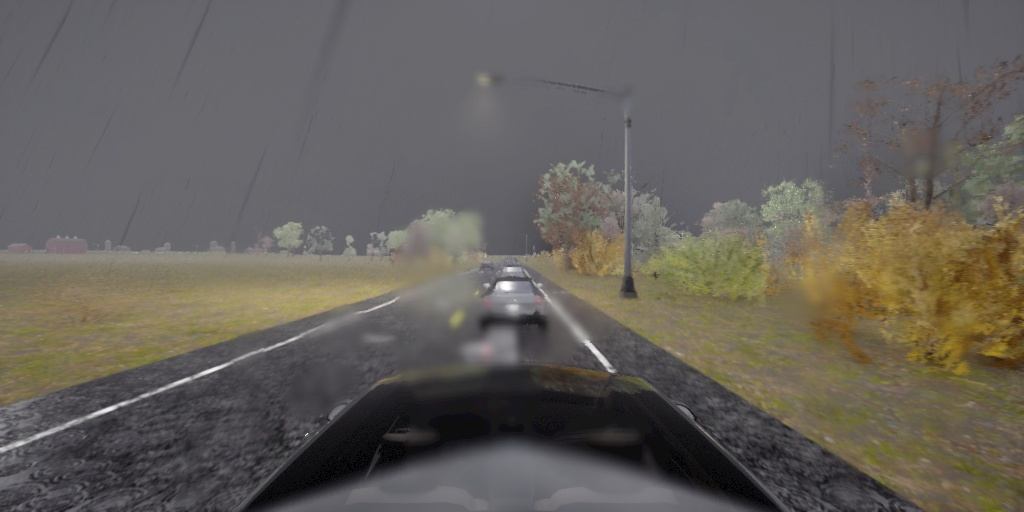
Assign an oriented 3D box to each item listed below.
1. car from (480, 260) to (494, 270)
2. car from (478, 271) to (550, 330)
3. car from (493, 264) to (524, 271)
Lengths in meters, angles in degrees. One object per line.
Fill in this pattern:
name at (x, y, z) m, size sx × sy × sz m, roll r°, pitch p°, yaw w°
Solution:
car at (-3.568, 1.308, 52.122) m, size 2.033 × 1.411 × 5.357 m, roll 0°, pitch 0°, yaw 0°
car at (0.063, 1.317, 11.145) m, size 1.994 × 1.385 × 4.181 m, roll 0°, pitch 0°, yaw 0°
car at (0.045, 1.305, 24.073) m, size 2.033 × 1.411 × 5.357 m, roll 0°, pitch 0°, yaw 0°
